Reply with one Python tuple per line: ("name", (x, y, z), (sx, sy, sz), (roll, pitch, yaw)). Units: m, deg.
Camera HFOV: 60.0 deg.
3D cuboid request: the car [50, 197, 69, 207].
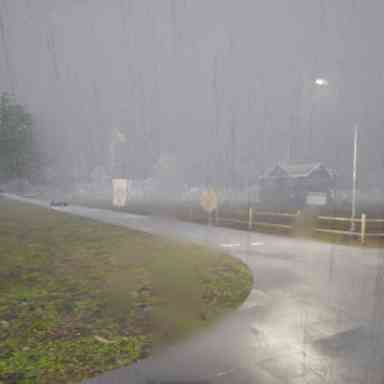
("car", (-19.772, 1.476, 49.395), (2.033, 1.411, 5.357), (3, -1, -32))
